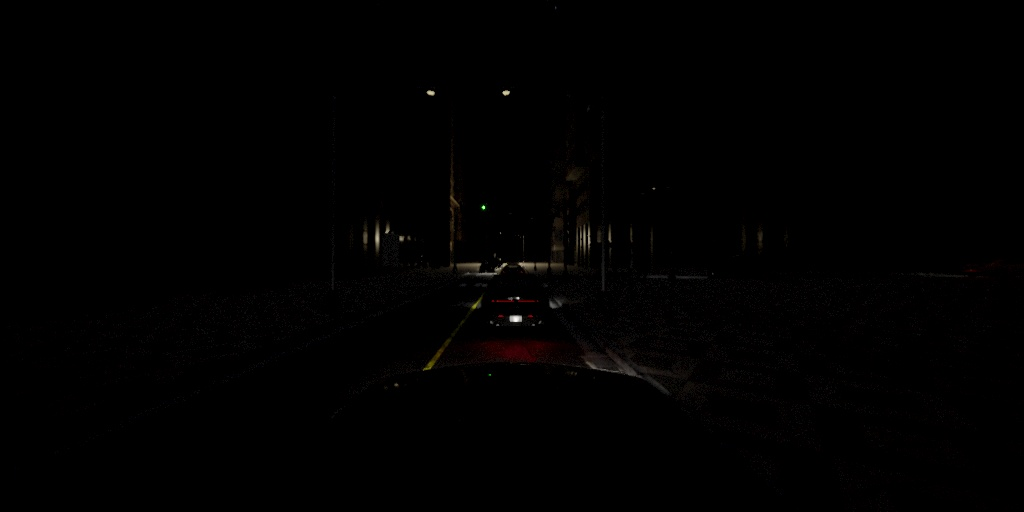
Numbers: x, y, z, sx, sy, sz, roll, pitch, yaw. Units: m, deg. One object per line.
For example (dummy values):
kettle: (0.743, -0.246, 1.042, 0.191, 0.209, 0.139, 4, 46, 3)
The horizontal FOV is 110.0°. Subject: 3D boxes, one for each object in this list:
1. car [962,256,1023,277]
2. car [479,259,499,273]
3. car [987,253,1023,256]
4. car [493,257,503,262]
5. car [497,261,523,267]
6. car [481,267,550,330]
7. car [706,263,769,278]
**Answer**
car: (40.953, 1.009, 30.008, 5.008, 1.535, 1.882, 0, -1, 0)
car: (-3.128, 1.394, 45.572, 2.033, 1.411, 5.357, 0, 0, 0)
car: (45.457, 0.778, 33.076, 5.566, 2.045, 2.150, 0, -1, 0)
car: (-3.107, 1.234, 61.301, 2.097, 1.767, 4.553, 0, 0, 0)
car: (0.072, 1.337, 29.056, 1.994, 1.385, 4.181, 0, 0, 0)
car: (0.090, 1.278, 11.221, 1.837, 1.490, 4.892, 0, 0, 0)
car: (20.741, 1.305, 33.106, 4.718, 1.301, 1.895, 0, -1, 0)
